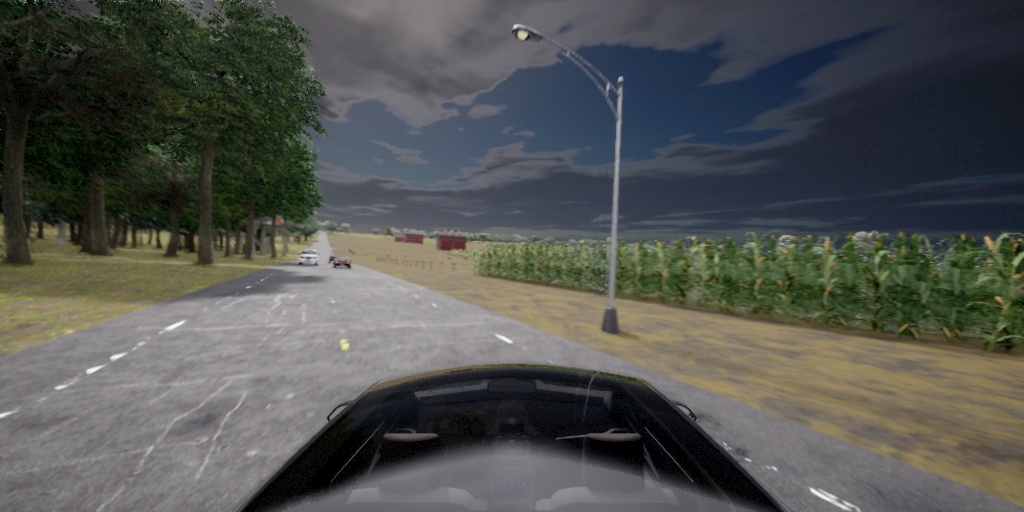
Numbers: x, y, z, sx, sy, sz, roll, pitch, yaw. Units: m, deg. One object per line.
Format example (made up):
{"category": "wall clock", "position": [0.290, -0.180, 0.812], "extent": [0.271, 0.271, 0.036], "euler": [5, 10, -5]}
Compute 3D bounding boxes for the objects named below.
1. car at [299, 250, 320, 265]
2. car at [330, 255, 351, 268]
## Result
{"category": "car", "position": [-27.493, 0.167, 48.652], "extent": [2.150, 2.045, 5.566], "euler": [3, -1, -28]}
{"category": "car", "position": [-20.981, 0.765, 44.161], "extent": [1.895, 1.301, 4.718], "euler": [3, -1, -28]}
